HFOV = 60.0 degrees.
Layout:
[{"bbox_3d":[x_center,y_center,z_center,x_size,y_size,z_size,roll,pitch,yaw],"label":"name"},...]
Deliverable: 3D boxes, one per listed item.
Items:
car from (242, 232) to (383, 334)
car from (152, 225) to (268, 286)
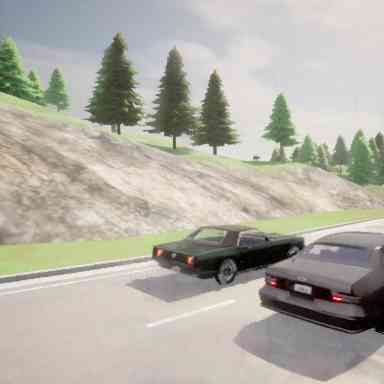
[{"bbox_3d":[3.586,1.547,6.819,5.357,1.411,2.033,0,0,-42],"label":"car"},{"bbox_3d":[1.293,1.600,9.534,4.718,1.301,1.895,0,0,-41],"label":"car"}]
